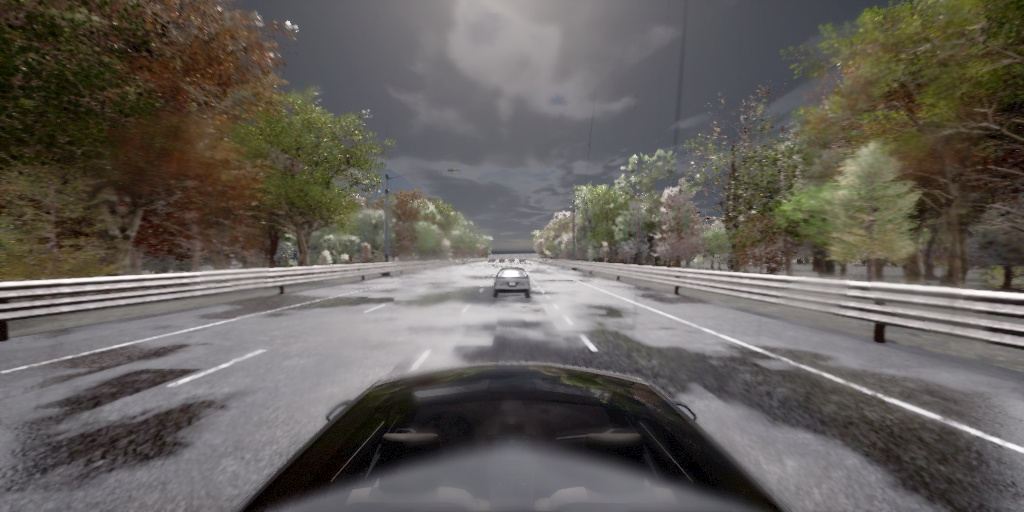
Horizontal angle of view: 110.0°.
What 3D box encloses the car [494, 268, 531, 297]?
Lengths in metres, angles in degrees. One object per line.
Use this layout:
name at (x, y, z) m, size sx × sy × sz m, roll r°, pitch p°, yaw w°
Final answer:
car at (0.010, 1.311, 18.875) m, size 2.033 × 1.411 × 5.357 m, roll 0°, pitch 0°, yaw 0°
